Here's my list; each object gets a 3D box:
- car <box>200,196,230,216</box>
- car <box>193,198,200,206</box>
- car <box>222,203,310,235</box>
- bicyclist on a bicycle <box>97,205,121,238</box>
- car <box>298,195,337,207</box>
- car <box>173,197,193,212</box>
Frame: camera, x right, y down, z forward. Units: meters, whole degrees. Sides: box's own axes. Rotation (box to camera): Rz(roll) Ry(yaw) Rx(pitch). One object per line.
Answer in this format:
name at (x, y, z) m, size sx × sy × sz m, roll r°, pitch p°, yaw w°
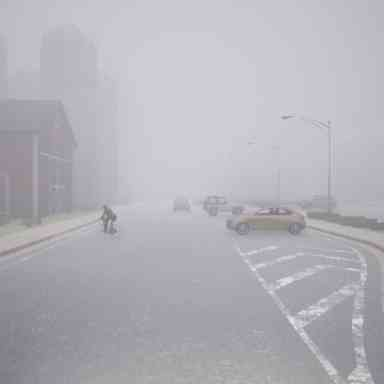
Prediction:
car at (2.988, 1.313, 31.655) m, size 3.866 × 1.878 × 1.905 m, roll 0°, pitch 0°, yaw -2°
car at (2.263, 1.480, 55.851) m, size 4.611 × 1.667 × 2.242 m, roll 0°, pitch 0°, yaw -2°
car at (3.960, 1.506, 18.196) m, size 4.193 × 1.474 × 1.816 m, roll 0°, pitch 0°, yaw -2°
bicyclist on a bicycle at (-4.111, 1.455, 16.316) m, size 1.656 × 1.620 × 0.582 m, roll -3°, pitch -1°, yaw 32°
car at (15.931, 1.310, 42.238) m, size 4.605 × 1.855 × 1.932 m, roll 0°, pitch 0°, yaw -2°
car at (-1.243, 1.601, 38.568) m, size 1.895 × 1.301 × 4.718 m, roll 0°, pitch 0°, yaw -2°
